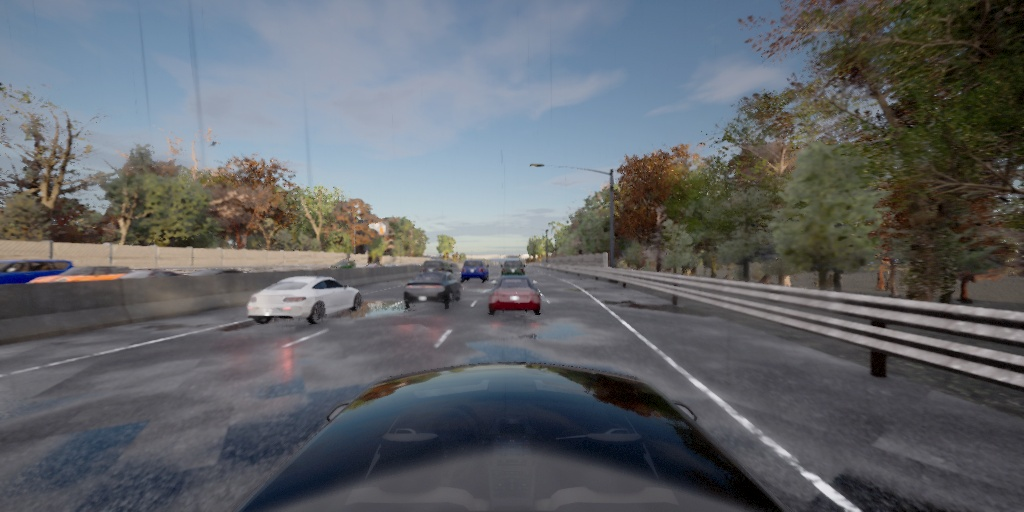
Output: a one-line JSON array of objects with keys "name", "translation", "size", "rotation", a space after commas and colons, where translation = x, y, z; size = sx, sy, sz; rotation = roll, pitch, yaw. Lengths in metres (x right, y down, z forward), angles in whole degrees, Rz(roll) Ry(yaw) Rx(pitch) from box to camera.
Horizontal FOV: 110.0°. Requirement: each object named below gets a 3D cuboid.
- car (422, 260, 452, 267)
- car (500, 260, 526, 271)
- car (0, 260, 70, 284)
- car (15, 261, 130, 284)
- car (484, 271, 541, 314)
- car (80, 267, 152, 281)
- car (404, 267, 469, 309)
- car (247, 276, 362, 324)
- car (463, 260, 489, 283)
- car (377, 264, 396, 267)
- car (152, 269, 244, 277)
[{"name": "car", "translation": [-6.907, 1.405, 33.421], "size": [2.150, 2.045, 5.566], "rotation": [0, -1, 0]}, {"name": "car", "translation": [0.093, 1.407, 33.471], "size": [2.150, 2.045, 5.566], "rotation": [0, -1, 0]}, {"name": "car", "translation": [-27.654, 1.211, 19.780], "size": [2.150, 2.045, 5.566], "rotation": [0, -1, -2]}, {"name": "car", "translation": [-24.603, 1.358, 20.876], "size": [2.097, 1.767, 4.553], "rotation": [0, -1, 0]}, {"name": "car", "translation": [0.096, 1.488, 14.704], "size": [1.994, 1.385, 4.181], "rotation": [0, -1, 0]}, {"name": "car", "translation": [-21.091, 1.529, 20.695], "size": [1.812, 1.442, 4.674], "rotation": [0, -1, 0]}, {"name": "car", "translation": [-3.403, 1.434, 16.102], "size": [2.128, 1.511, 4.902], "rotation": [0, -1, 0]}, {"name": "car", "translation": [-6.905, 1.418, 12.430], "size": [1.812, 1.442, 4.674], "rotation": [0, -1, 0]}, {"name": "car", "translation": [-3.408, 1.405, 33.410], "size": [2.150, 2.045, 5.566], "rotation": [0, -1, 0]}, {"name": "car", "translation": [-21.038, 2.121, 61.737], "size": [1.812, 1.442, 4.674], "rotation": [0, -1, 1]}, {"name": "car", "translation": [-17.604, 1.513, 21.028], "size": [1.837, 1.490, 4.892], "rotation": [0, -1, 0]}]
